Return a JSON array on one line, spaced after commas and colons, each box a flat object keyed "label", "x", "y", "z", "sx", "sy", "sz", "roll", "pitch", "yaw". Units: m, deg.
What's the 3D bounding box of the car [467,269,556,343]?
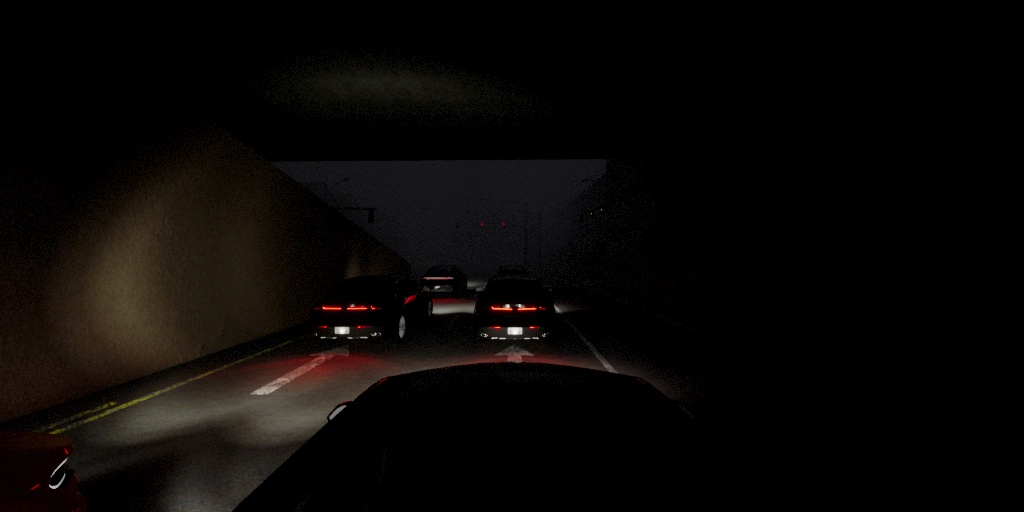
[{"label": "car", "x": 0.054, "y": 1.255, "z": 9.609, "sx": 1.837, "sy": 1.490, "sz": 4.892, "roll": 0, "pitch": 0, "yaw": 0}]

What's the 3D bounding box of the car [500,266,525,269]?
[{"label": "car", "x": 0.015, "y": 1.255, "z": 19.019, "sx": 1.837, "sy": 1.490, "sz": 4.892, "roll": 0, "pitch": 0, "yaw": 0}]

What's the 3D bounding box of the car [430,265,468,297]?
[{"label": "car", "x": -3.481, "y": 1.242, "z": 18.984, "sx": 2.128, "sy": 1.511, "sz": 4.902, "roll": 0, "pitch": 0, "yaw": -1}]

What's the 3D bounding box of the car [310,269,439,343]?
[{"label": "car", "x": -3.446, "y": 1.255, "z": 9.667, "sx": 1.837, "sy": 1.490, "sz": 4.892, "roll": 0, "pitch": 0, "yaw": 0}]
